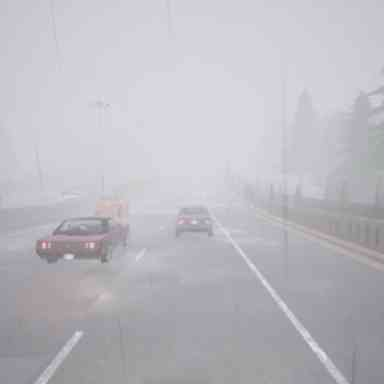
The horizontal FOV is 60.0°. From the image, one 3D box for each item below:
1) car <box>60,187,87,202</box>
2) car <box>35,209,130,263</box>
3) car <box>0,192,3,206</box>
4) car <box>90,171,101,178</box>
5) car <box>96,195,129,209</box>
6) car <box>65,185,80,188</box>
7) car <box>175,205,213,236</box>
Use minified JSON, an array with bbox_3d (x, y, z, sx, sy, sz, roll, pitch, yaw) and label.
[{"bbox_3d":[-14.075,0.594,39.922,1.812,1.442,4.674,0,4,0],"label":"car"},{"bbox_3d":[-3.405,1.488,11.435,1.895,1.301,4.718,0,1,0],"label":"car"},{"bbox_3d":[-21.093,0.712,32.911,2.150,2.045,5.566,0,3,0],"label":"car"},{"bbox_3d":[-20.935,-3.788,73.007,2.097,1.767,4.553,0,7,0],"label":"car"},{"bbox_3d":[-6.911,0.995,29.245,2.097,1.767,4.553,0,2,0],"label":"car"},{"bbox_3d":[-17.577,-0.224,48.638,1.837,1.490,4.892,0,7,0],"label":"car"},{"bbox_3d":[0.093,1.379,17.213,2.033,1.411,5.357,0,1,0],"label":"car"}]
